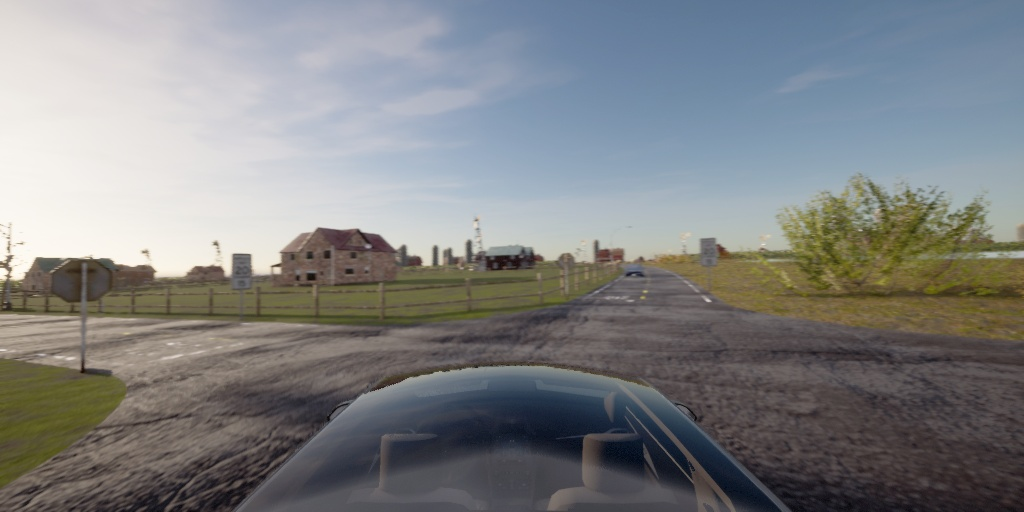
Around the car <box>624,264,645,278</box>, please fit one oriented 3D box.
[{"bbox_3d":[13.005,1.509,38.015,2.033,1.411,5.357,-2,-1,21],"label":"car"}]
